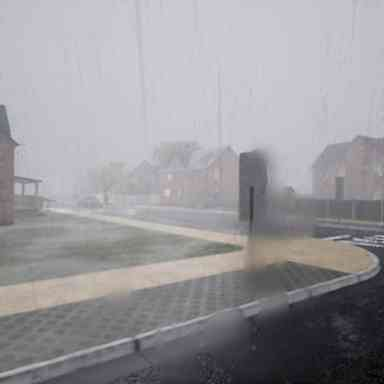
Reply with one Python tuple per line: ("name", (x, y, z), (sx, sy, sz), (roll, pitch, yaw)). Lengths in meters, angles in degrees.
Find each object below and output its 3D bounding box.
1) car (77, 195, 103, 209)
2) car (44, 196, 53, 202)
("car", (-13.182, 1.254, 42.908), (2.097, 1.767, 4.553), (0, 0, -35))
("car", (-32.750, 1.483, 74.715), (1.994, 1.385, 4.181), (0, -1, -36))
